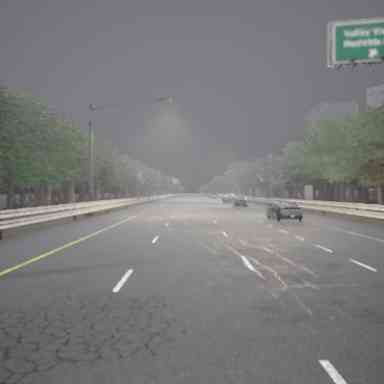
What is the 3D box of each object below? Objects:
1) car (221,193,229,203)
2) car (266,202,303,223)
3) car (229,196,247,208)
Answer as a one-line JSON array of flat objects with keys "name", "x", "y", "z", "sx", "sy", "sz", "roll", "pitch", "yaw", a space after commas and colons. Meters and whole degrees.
[{"name": "car", "x": 7.032, "y": 1.512, "z": 67.529, "sx": 2.128, "sy": 1.511, "sz": 4.902, "roll": 0, "pitch": 0, "yaw": 0}, {"name": "car", "x": 7.011, "y": 1.494, "z": 25.576, "sx": 2.128, "sy": 1.511, "sz": 4.902, "roll": 0, "pitch": 0, "yaw": 0}, {"name": "car", "x": 7.021, "y": 1.558, "z": 49.520, "sx": 1.837, "sy": 1.490, "sz": 4.892, "roll": 0, "pitch": 0, "yaw": 0}]
